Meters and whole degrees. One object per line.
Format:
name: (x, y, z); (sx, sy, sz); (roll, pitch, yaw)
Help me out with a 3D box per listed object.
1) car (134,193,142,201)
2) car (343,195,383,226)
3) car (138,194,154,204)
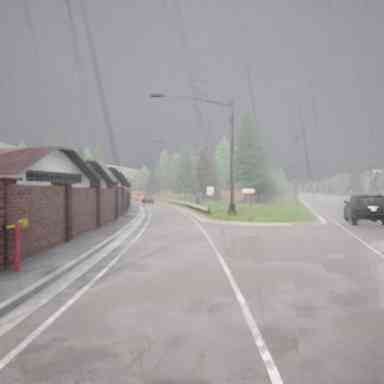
car: (-11.544, 1.168, 74.279); (2.097, 1.767, 4.553); (0, 0, -19)
car: (12.078, 1.192, 23.276); (2.150, 2.045, 5.566); (0, 0, 17)
car: (-8.519, 1.528, 64.214); (2.033, 1.411, 5.357); (0, 0, -17)
